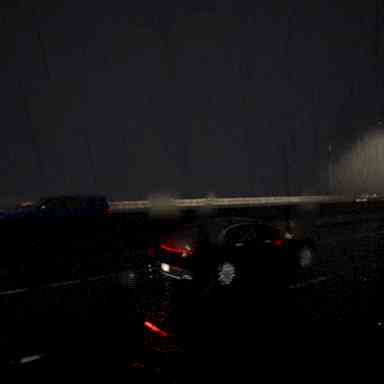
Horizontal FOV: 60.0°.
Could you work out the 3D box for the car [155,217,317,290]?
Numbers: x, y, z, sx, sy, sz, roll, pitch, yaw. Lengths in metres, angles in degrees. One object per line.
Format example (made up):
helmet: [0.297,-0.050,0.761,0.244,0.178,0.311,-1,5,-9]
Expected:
car: [1.370,1.442,8.994,4.892,1.490,1.837,-1,1,-35]

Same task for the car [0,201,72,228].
car: [-10.797,1.433,22.066,5.008,1.535,1.882,-1,0,-35]

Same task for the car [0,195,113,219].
car: [-6.681,1.178,16.406,5.566,2.045,2.150,-1,0,-35]

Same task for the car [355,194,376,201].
car: [24.704,1.057,46.528,4.902,1.511,2.128,-1,0,-34]

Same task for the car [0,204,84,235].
car: [-8.846,1.483,19.174,4.674,1.442,1.812,-1,0,-35]

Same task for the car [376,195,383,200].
car: [26.517,1.093,43.532,4.674,1.442,1.812,-1,0,-34]
